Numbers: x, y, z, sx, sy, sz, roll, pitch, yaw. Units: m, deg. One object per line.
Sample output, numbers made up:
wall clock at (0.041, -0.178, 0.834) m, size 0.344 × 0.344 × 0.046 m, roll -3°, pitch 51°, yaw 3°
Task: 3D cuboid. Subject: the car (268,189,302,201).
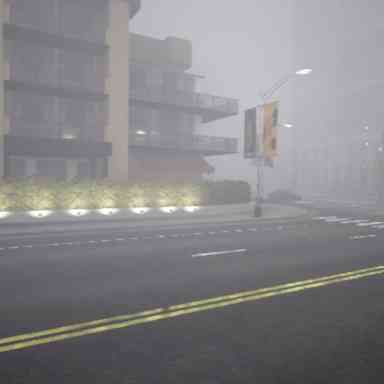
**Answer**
car at (11.303, 0.354, 40.629) m, size 1.994 × 1.385 × 4.181 m, roll 0°, pitch 2°, yaw -29°
